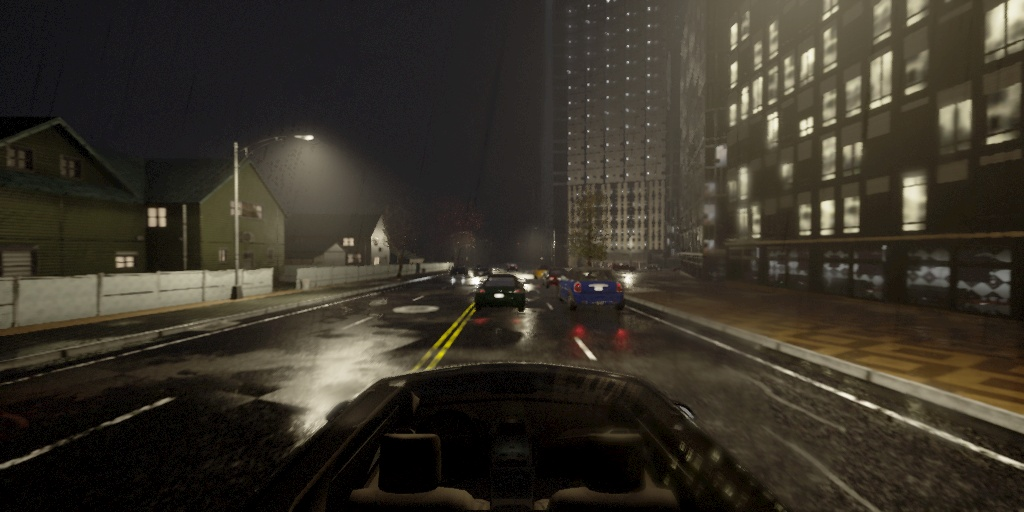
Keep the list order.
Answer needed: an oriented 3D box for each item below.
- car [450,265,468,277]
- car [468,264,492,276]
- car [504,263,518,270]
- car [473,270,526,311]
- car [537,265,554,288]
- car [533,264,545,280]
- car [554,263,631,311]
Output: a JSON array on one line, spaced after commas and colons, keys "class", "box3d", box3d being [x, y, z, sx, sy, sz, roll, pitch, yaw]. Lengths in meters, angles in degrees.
[{"class": "car", "box3d": [-6.566, 1.846, 45.129, 1.994, 1.385, 4.181, 0, -1, 0]}, {"class": "car", "box3d": [-3.320, 1.717, 40.739, 2.128, 1.511, 4.902, 0, -1, 0]}, {"class": "car", "box3d": [0.093, 2.087, 64.760, 2.033, 1.411, 5.357, 0, -1, 0]}, {"class": "car", "box3d": [-0.403, 1.477, 15.388, 1.994, 1.385, 4.181, 0, -1, 2]}, {"class": "car", "box3d": [3.259, 1.596, 26.615, 2.033, 1.411, 5.357, 0, -1, 0]}, {"class": "car", "box3d": [3.263, 1.644, 37.809, 1.801, 1.575, 5.366, 0, -1, 0]}, {"class": "car", "box3d": [3.256, 1.267, 15.584, 2.097, 1.767, 4.553, 0, -1, 0]}]
